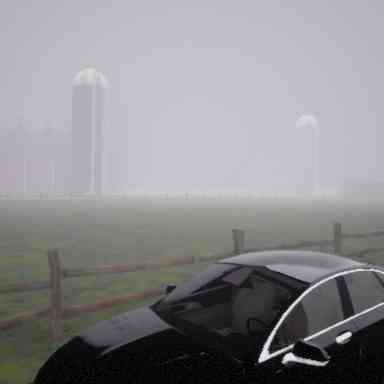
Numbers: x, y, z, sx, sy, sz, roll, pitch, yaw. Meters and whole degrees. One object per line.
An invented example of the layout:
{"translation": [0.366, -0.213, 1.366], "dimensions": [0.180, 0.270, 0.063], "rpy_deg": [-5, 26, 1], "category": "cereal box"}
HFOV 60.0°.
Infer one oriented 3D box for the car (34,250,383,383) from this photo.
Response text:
{"translation": [0.896, 1.505, 3.703], "dimensions": [4.892, 1.490, 1.837], "rpy_deg": [0, 0, -35], "category": "car"}
